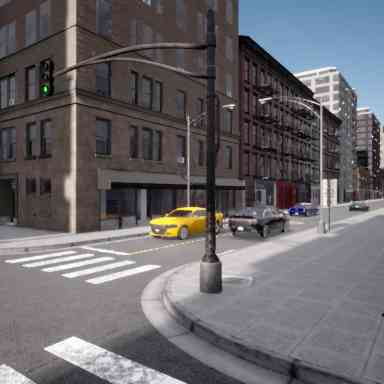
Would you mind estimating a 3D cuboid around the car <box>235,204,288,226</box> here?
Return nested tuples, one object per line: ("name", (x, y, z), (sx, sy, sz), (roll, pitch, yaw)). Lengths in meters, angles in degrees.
("car", (5.542, 1.704, 25.941), (2.033, 1.411, 5.357), (0, 0, 35))

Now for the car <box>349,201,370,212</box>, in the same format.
("car", (22.463, 1.858, 44.585), (1.994, 1.385, 4.181), (0, 0, 35))

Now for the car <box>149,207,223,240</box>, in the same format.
("car", (-0.198, 1.575, 17.882), (1.882, 1.535, 5.008), (0, 0, 35))

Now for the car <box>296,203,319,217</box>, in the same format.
("car", (11.528, 1.815, 34.321), (1.895, 1.301, 4.718), (0, 0, 36))

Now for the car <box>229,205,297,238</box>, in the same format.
("car", (3.812, 1.607, 18.427), (2.128, 1.511, 4.902), (0, 0, 35))
